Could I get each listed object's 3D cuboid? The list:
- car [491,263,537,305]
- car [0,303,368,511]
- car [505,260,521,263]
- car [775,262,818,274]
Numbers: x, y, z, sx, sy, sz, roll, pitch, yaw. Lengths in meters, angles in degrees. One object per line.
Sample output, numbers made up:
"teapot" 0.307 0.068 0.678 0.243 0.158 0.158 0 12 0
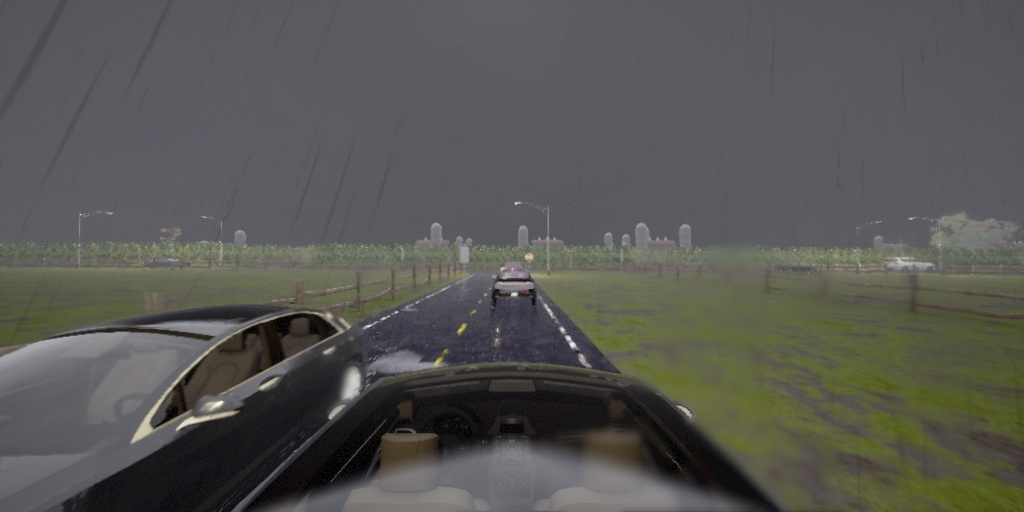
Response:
"car" 0.090 1.268 16.194 2.128 1.511 4.902 0 0 0
"car" -2.852 1.257 2.989 1.837 1.490 4.892 0 0 0
"car" 0.079 1.151 31.845 2.097 1.767 4.553 0 0 0
"car" 39.101 1.615 49.332 5.008 1.535 1.882 1 -1 0
